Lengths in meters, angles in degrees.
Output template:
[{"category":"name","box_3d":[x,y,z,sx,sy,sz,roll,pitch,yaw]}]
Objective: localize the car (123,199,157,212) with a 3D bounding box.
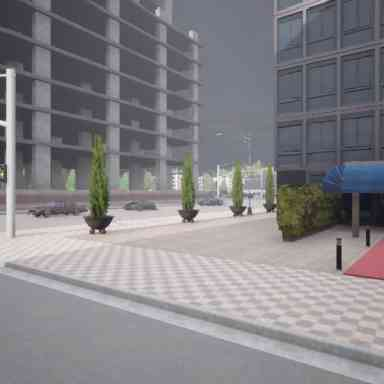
[{"category":"car","box_3d":[-6.116,1.564,39.439,1.994,1.385,4.181,0,0,36]}]

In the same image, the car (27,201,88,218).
[{"category":"car","box_3d":[-12.334,1.547,30.894,2.033,1.411,5.357,0,0,36]}]

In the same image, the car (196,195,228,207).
[{"category":"car","box_3d":[2.878,1.547,51.750,2.033,1.411,5.357,0,0,37]}]
